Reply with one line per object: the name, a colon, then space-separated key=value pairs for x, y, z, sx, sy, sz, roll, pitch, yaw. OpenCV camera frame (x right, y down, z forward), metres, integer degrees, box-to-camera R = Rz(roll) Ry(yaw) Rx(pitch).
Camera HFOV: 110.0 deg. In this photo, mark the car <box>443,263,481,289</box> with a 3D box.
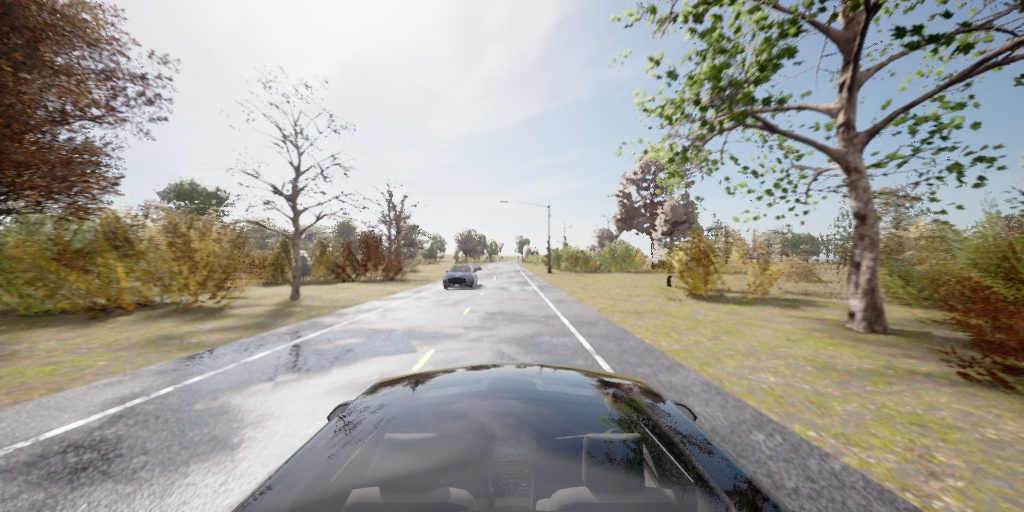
car: x=-3.667 y=1.399 z=26.053 sx=2.097 sy=1.767 sz=4.553 roll=0 pitch=-1 yaw=0
